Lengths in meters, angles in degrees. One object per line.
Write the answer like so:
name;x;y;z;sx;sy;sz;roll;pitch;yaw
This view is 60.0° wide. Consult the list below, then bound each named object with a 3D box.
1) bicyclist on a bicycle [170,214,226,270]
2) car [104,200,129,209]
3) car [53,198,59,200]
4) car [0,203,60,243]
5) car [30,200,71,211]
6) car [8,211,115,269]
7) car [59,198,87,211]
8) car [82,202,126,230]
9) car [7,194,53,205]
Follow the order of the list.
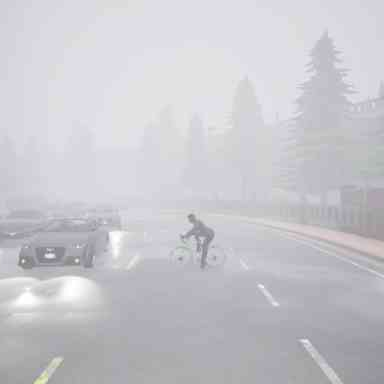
bicyclist on a bicycle;0.158;1.453;9.675;1.656;1.620;0.582;-1;0;-1
car;-9.637;1.601;39.239;4.718;1.301;1.895;0;0;41
car;-18.035;1.526;44.855;4.674;1.442;1.812;0;0;23
car;-7.968;1.506;16.151;1.837;1.490;4.892;0;0;-13
car;-10.475;1.565;24.421;1.994;1.385;4.181;0;0;-29
car;-4.014;1.564;11.057;1.994;1.385;4.181;0;0;-4
car;-10.103;1.505;29.650;1.837;1.490;4.892;0;0;-35
car;-5.619;1.564;20.824;1.994;1.385;4.181;0;0;-20
car;-20.911;1.221;42.319;5.566;2.045;2.150;0;0;22
